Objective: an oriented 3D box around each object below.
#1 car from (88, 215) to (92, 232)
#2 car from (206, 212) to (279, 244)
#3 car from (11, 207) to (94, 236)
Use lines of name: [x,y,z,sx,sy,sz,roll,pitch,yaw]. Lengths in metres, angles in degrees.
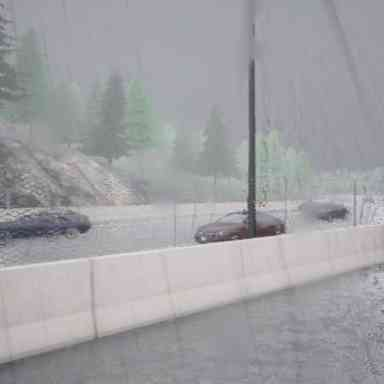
car: [-7.426,1.680,15.974,4.718,1.301,1.895,0,0,-37]
car: [2.268,1.585,14.618,4.674,1.442,1.812,0,0,-39]
car: [-8.234,1.660,19.772,4.181,1.385,1.994,0,0,-37]
